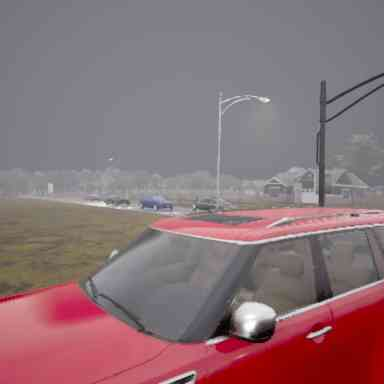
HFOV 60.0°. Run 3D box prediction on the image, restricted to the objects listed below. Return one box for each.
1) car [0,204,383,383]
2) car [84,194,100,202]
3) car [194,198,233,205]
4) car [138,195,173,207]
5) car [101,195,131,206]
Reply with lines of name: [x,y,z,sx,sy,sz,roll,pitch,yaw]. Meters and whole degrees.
car: [0.429,1.222,3.326,5.566,2.045,2.150,0,0,-34]
car: [-18.249,1.007,61.104,2.033,1.411,5.357,2,-1,-35]
car: [2.003,1.227,26.434,1.837,1.490,4.892,2,0,-35]
car: [-3.793,1.084,34.581,1.882,1.535,5.008,2,0,-36]
car: [-9.583,1.108,42.733,1.895,1.301,4.718,2,-1,-35]
